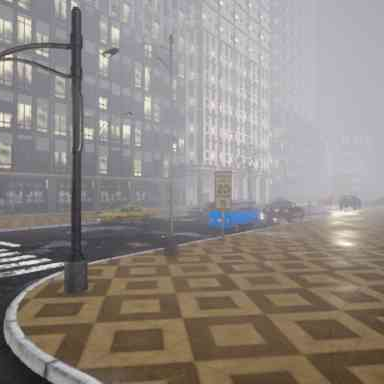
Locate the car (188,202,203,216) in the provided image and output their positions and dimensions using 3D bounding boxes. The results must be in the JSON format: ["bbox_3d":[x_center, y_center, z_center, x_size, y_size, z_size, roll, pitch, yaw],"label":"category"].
[{"bbox_3d":[1.375,1.600,31.641,1.802,1.307,4.206,0,0,38],"label":"car"}]

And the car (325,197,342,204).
[{"bbox_3d":[28.483,1.621,66.944,2.008,1.369,4.403,0,0,38],"label":"car"}]

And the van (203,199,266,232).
[{"bbox_3d":[2.670,1.366,20.207,1.690,1.788,3.998,0,0,38],"label":"van"}]

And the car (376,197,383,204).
[{"bbox_3d":[38.120,1.657,66.557,1.947,1.339,4.313,0,0,38],"label":"car"}]

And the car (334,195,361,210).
[{"bbox_3d":[21.179,1.367,44.493,2.192,1.841,5.009,0,0,38],"label":"car"}]

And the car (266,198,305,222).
[{"bbox_3d":[7.625,1.470,26.841,1.967,1.590,4.097,0,0,38],"label":"car"}]

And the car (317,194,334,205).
[{"bbox_3d":[25.095,1.377,62.532,2.192,1.841,5.009,0,0,38],"label":"car"}]

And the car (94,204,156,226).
[{"bbox_3d":[-4.724,1.536,23.912,1.752,1.417,4.829,0,0,38],"label":"car"}]
